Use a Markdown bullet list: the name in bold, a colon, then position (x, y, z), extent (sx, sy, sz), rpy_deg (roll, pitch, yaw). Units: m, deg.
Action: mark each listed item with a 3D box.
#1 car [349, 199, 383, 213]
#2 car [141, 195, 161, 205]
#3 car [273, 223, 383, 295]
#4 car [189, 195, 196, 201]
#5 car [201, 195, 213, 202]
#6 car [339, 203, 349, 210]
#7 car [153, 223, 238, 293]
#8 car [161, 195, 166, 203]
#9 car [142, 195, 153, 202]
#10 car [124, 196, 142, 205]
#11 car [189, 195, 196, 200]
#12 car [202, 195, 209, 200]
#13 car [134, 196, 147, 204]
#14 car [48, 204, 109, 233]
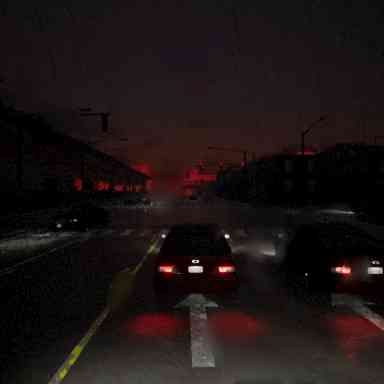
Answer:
- **car**: position (20.050, 1.559, 36.375), extent (4.181, 1.385, 1.994), rpy_deg (0, 0, 0)
- **car**: position (-6.930, 1.593, 57.010), extent (1.895, 1.301, 4.718), rpy_deg (0, 0, 0)
- **car**: position (3.582, 1.546, 8.854), extent (2.033, 1.411, 5.357), rpy_deg (0, 0, 2)
- **car**: position (0.207, 1.529, 83.246), extent (2.033, 1.411, 5.357), rpy_deg (0, 0, 0)
- **car**: position (3.692, 1.543, 75.560), extent (1.994, 1.385, 4.181), rpy_deg (0, 0, 0)
- **car**: position (20.634, 1.542, 39.879), extent (5.357, 1.411, 2.033), rpy_deg (0, 0, 0)
- **car**: position (0.091, 1.546, 8.962), extent (2.033, 1.411, 5.357), rpy_deg (0, 0, 0)
- **car**: position (-6.861, 1.592, 66.342), extent (1.895, 1.301, 4.718), rpy_deg (0, 0, 1)
- **car**: position (-10.310, 1.468, 76.821), extent (1.882, 1.535, 5.008), rpy_deg (0, 0, 0)
- **car**: position (-10.429, 1.470, 57.224), extent (1.882, 1.535, 5.008), rpy_deg (0, 0, 0)
- **car**: position (0.232, 1.488, 93.755), extent (1.837, 1.490, 4.892), rpy_deg (0, 0, 0)
- **car**: position (3.733, 1.512, 94.009), extent (1.812, 1.442, 4.674), rpy_deg (0, 0, 0)
- **car**: position (-10.353, 1.496, 66.687), extent (1.837, 1.490, 4.892), rpy_deg (0, 0, 1)
- **car**: position (-6.541, 1.489, 19.715), extent (2.128, 1.511, 4.902), rpy_deg (0, 0, 9)
